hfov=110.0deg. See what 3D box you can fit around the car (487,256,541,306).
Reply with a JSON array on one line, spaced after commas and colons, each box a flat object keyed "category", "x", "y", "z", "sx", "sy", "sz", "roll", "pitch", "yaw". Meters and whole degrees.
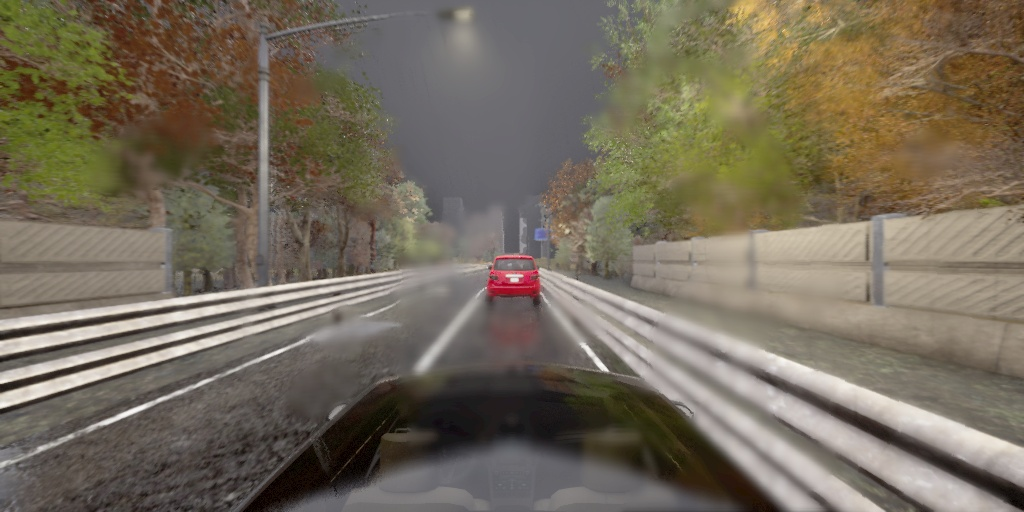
[{"category": "car", "x": 0.091, "y": 1.014, "z": 16.211, "sx": 2.150, "sy": 2.045, "sz": 5.566, "roll": 0, "pitch": 0, "yaw": 0}]
